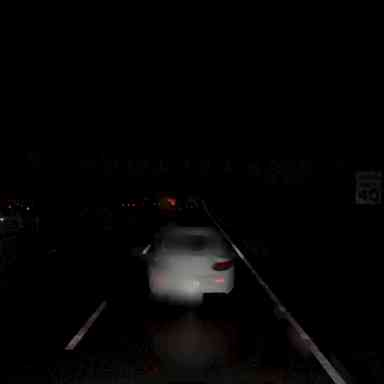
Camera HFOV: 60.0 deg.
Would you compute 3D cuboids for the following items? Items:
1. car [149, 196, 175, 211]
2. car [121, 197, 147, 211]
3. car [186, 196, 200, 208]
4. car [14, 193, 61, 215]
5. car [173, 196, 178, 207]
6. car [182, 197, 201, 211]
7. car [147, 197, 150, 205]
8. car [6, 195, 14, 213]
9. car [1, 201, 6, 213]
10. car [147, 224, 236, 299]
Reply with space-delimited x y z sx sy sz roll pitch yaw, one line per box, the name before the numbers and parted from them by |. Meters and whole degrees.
car | -3.508 1.522 39.731 1.994 1.385 4.181 0 0 1
car | -7.012 1.506 39.316 2.033 1.411 5.357 0 0 1
car | 0.193 1.426 49.537 1.882 1.535 5.008 0 0 1
car | -15.043 1.186 33.254 2.150 2.045 5.566 0 0 0
car | -3.308 1.300 49.559 2.097 1.767 4.553 0 0 1
car | -0.012 1.484 39.321 1.812 1.442 4.674 0 0 1
car | -6.806 1.474 49.676 1.812 1.442 4.674 0 0 1
car | -18.533 1.183 36.591 2.150 2.045 5.566 0 0 0
car | -15.106 1.540 22.774 1.994 1.385 4.181 0 0 0
car | -0.012 1.517 8.304 1.812 1.442 4.674 0 0 0
